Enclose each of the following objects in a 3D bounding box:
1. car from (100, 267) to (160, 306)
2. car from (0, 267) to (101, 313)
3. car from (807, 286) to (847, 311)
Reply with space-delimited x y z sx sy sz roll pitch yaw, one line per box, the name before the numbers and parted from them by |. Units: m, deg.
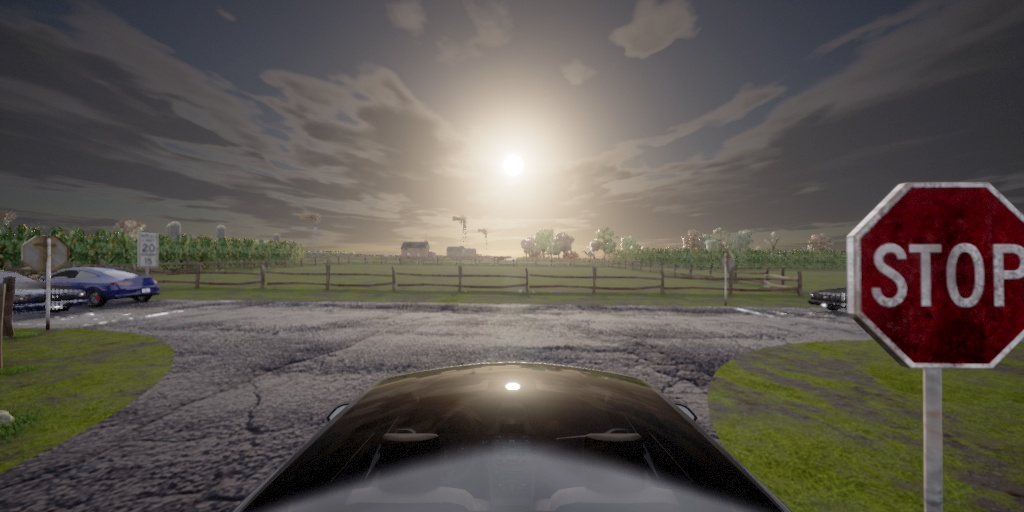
car | -16.363 1.143 13.829 4.674 1.442 1.812 1 -1 1
car | -16.452 1.124 10.963 5.357 1.411 2.033 1 -1 2
car | 14.320 1.475 13.352 5.357 1.411 2.033 1 -1 1
